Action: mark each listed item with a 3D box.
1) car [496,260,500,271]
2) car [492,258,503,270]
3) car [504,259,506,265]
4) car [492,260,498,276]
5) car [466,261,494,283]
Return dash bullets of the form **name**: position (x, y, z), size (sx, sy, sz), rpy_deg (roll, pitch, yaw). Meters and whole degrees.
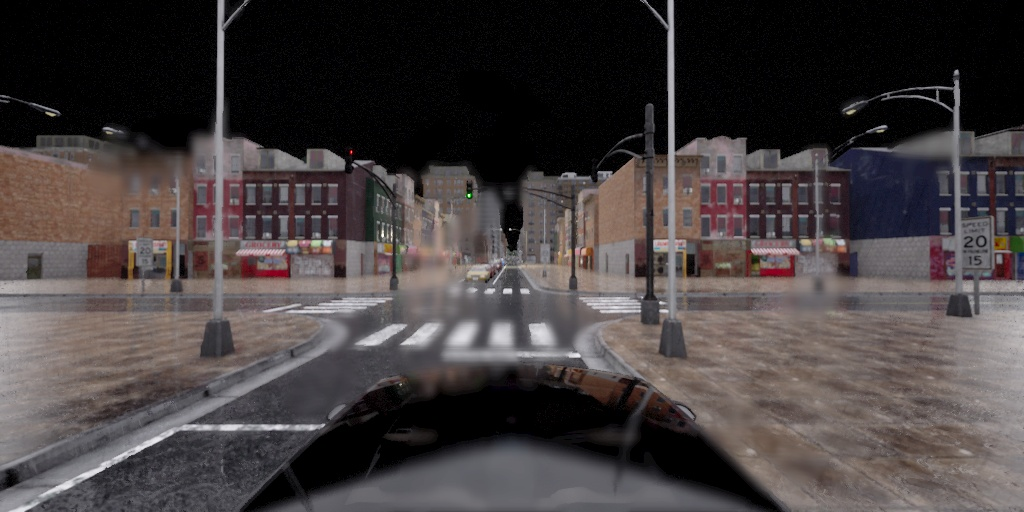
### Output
- **car**: position (-2.650, 1.462, 39.980), size (1.802, 1.307, 4.207), rpy_deg (0, 0, 0)
- **car**: position (-2.655, 1.372, 51.190), size (1.967, 1.591, 4.097), rpy_deg (0, 0, 0)
- **car**: position (-2.659, 1.304, 62.401), size (2.192, 1.841, 5.009), rpy_deg (0, 0, 0)
- **car**: position (-2.648, 1.401, 34.375), size (1.888, 1.381, 4.507), rpy_deg (0, 0, 0)
- **car**: position (-2.646, 1.359, 28.600), size (1.751, 1.417, 4.829), rpy_deg (0, 0, 0)
